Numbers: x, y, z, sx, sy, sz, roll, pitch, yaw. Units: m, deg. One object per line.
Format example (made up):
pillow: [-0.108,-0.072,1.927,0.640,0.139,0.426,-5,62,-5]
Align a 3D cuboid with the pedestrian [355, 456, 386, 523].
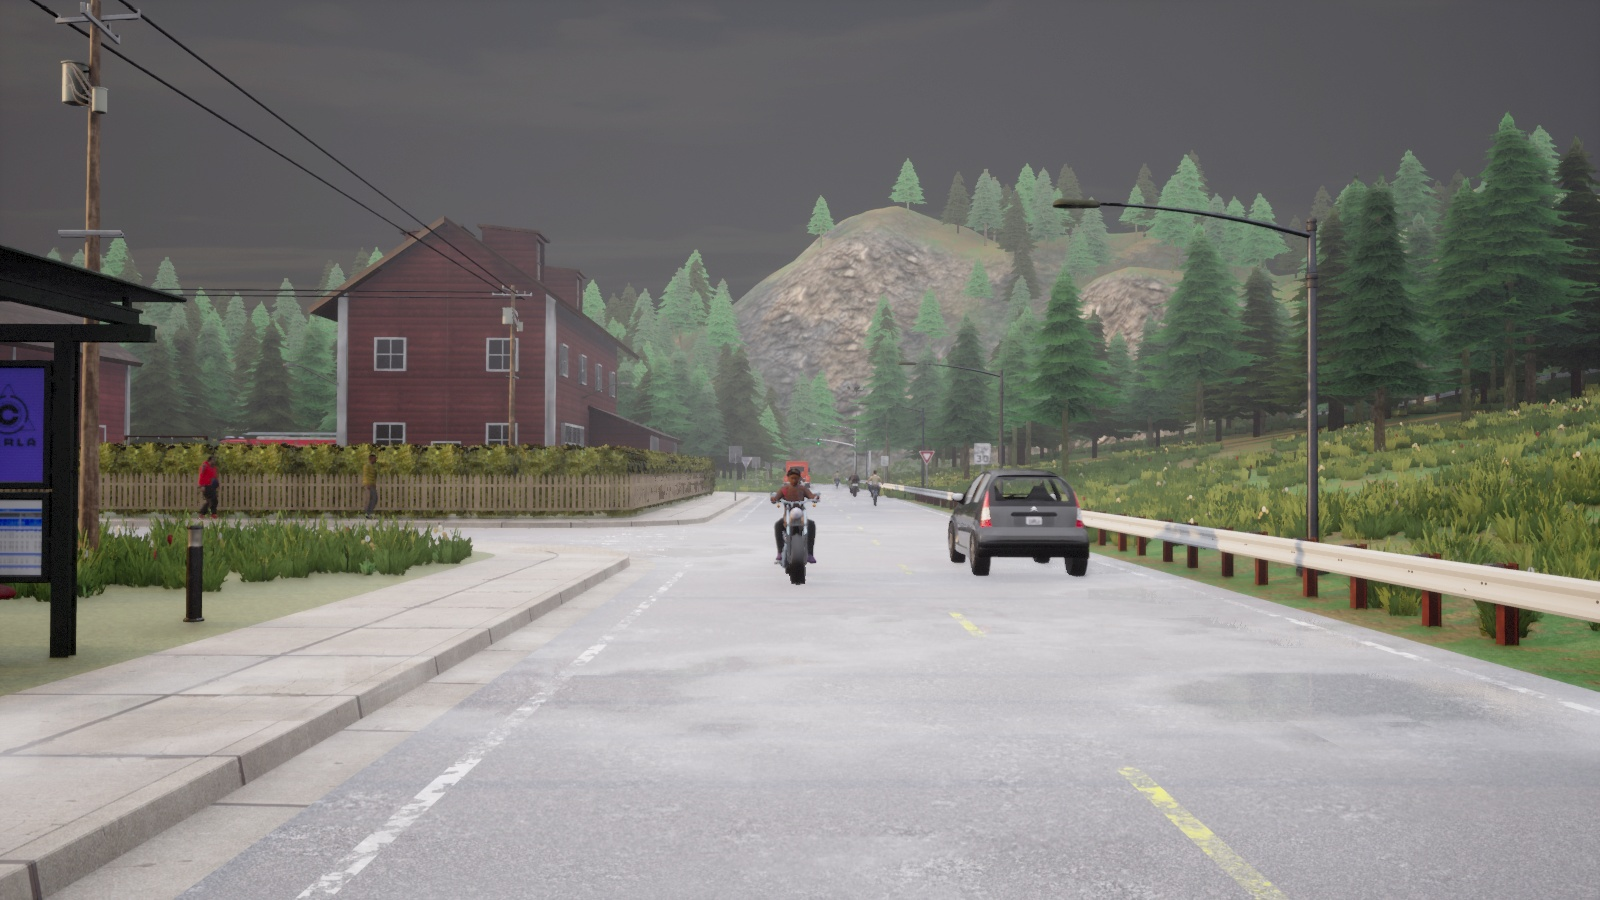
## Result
pedestrian: [-11.889,1.100,34.753,0.709,1.840,0.431,0,-1,4]

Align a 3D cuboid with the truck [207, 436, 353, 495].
truck: [-34.358,1.041,83.199,8.468,3.827,2.891,0,-1,0]

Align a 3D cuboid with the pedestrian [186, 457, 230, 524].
pedestrian: [-16.380,1.118,34.755,0.899,1.844,0.634,0,-1,3]

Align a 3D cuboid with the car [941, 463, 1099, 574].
car: [3.452,1.040,20.406,1.851,1.617,3.988,0,-1,0]

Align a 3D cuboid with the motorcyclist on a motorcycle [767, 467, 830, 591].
motorcyclist on a motorcycle: [-0.054,1.066,17.978,0.766,1.649,2.350,-1,-1,-3]
